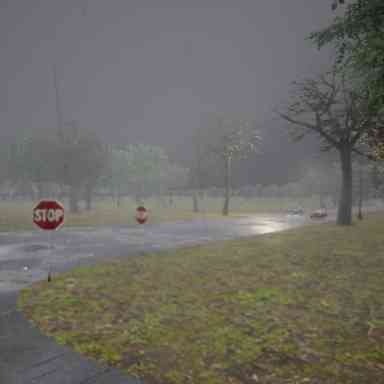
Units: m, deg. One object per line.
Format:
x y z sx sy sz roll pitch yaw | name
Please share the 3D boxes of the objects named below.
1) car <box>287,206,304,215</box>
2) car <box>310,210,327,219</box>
19.953 3.483 64.301 2.097 1.767 4.553 1 -1 36 | car
20.333 3.552 53.215 1.895 1.301 4.718 1 -1 32 | car
